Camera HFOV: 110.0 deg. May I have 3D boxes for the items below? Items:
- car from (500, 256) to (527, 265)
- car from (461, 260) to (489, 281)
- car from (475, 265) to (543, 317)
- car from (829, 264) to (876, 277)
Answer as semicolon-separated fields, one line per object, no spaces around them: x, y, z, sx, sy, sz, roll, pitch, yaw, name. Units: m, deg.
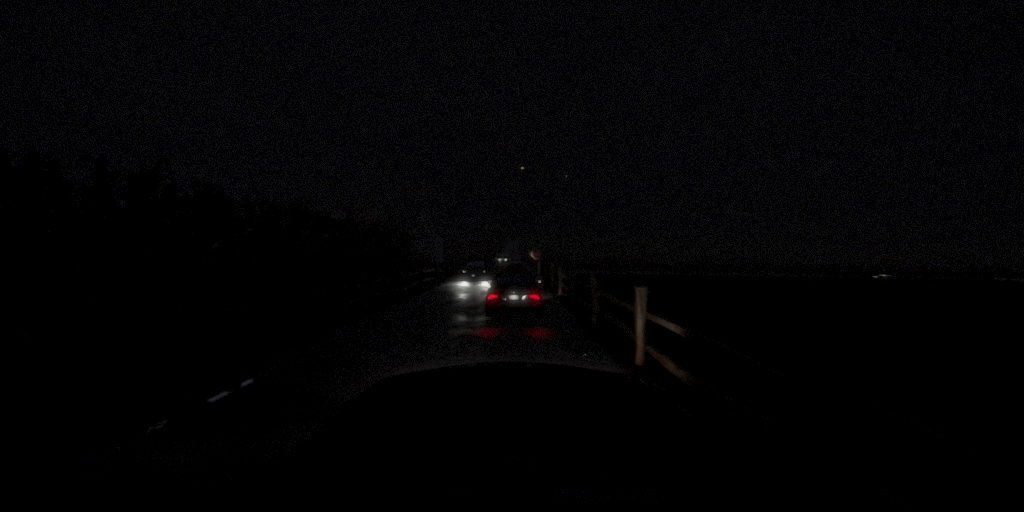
0.219;0.992;29.362;1.882;1.535;5.008;0;0;1;car
-2.637;1.060;27.090;1.812;1.442;4.674;0;0;1;car
0.096;1.205;12.741;2.033;1.411;5.357;0;1;1;car
39.579;1.691;41.726;4.181;1.385;1.994;1;2;1;car
